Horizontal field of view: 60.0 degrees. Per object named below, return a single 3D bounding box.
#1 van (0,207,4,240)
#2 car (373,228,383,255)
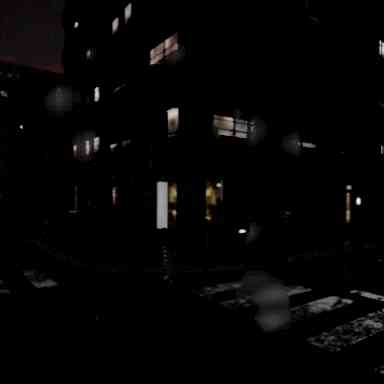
[{"bbox_3d":[-10.907,1.548,17.312,1.690,1.788,3.998,0,0,-36],"label":"van"},{"bbox_3d":[8.653,1.707,12.749,4.403,1.369,2.008,1,-1,-36],"label":"car"}]
